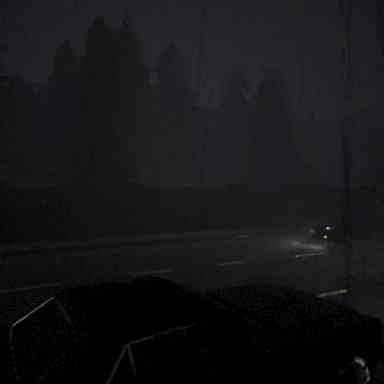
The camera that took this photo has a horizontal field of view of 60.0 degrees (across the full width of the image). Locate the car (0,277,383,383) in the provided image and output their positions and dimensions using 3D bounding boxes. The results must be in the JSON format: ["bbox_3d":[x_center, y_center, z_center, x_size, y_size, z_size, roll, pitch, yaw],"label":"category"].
[{"bbox_3d":[-0.210,1.585,3.255,4.718,1.301,1.895,0,0,-31],"label":"car"}]

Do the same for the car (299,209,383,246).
[{"bbox_3d":[6.865,1.486,14.858,4.181,1.385,1.994,0,0,-25],"label":"car"}]
